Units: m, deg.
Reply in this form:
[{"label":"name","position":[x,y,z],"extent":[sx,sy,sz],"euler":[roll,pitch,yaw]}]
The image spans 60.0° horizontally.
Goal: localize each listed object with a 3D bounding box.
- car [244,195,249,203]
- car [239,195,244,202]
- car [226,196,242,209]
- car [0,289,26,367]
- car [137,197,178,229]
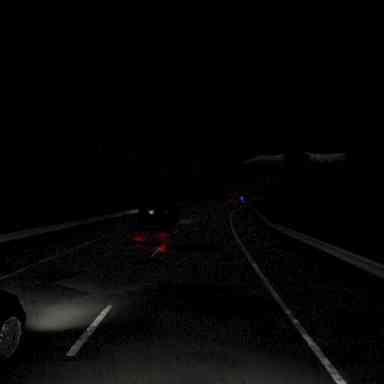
[{"label":"car","position":[12.831,1.741,83.144],"extent":[2.150,2.045,5.566],"euler":[0,0,17]},{"label":"car","position":[9.008,1.908,69.903],"extent":[2.128,1.511,4.902],"euler":[0,0,15]},{"label":"car","position":[6.594,1.886,53.601],"extent":[1.882,1.535,5.008],"euler":[0,0,11]},{"label":"car","position":[-3.328,1.544,2.879],"extent":[1.812,1.442,4.674],"euler":[0,0,1]},{"label":"car","position":[-2.304,1.395,23.518],"extent":[2.150,2.045,5.566],"euler":[0,0,5]}]
